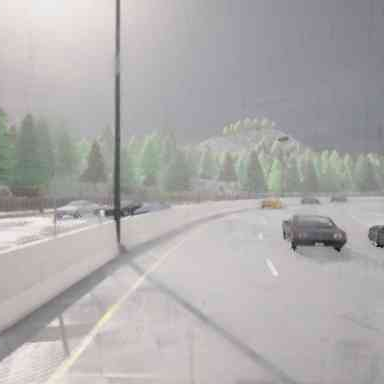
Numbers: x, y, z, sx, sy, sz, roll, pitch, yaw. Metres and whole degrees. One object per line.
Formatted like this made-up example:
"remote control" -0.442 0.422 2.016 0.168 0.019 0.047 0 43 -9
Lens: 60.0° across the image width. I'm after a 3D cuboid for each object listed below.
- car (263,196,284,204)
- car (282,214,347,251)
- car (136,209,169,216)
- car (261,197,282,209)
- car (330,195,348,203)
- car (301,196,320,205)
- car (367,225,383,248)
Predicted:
"car" 15.464 1.458 62.908 1.882 1.535 5.008 0 0 39
"car" 4.959 1.602 14.155 1.895 1.301 4.718 0 0 9
"car" -3.091 1.482 26.777 1.812 1.442 4.674 0 0 16
"car" 11.113 1.464 46.208 1.882 1.535 5.008 0 0 29
"car" 30.616 1.435 69.162 4.892 1.490 1.837 0 0 -40
"car" 20.939 1.499 58.770 2.128 1.511 4.902 0 0 41
"car" 8.083 1.563 11.754 2.033 1.411 5.357 0 0 9
